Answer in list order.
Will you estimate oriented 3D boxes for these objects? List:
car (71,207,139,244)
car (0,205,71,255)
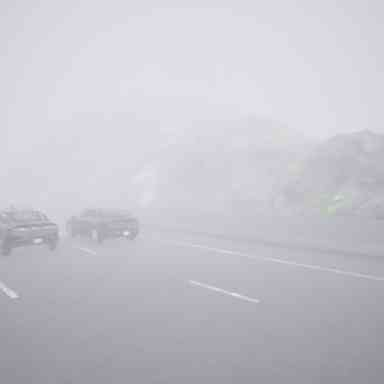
[{"bbox_3d":[-4.330,1.464,15.731,1.837,1.490,4.892,-1,1,-41],"label":"car"},{"bbox_3d":[-6.971,1.499,13.435,2.128,1.511,4.902,-1,1,-41],"label":"car"}]
